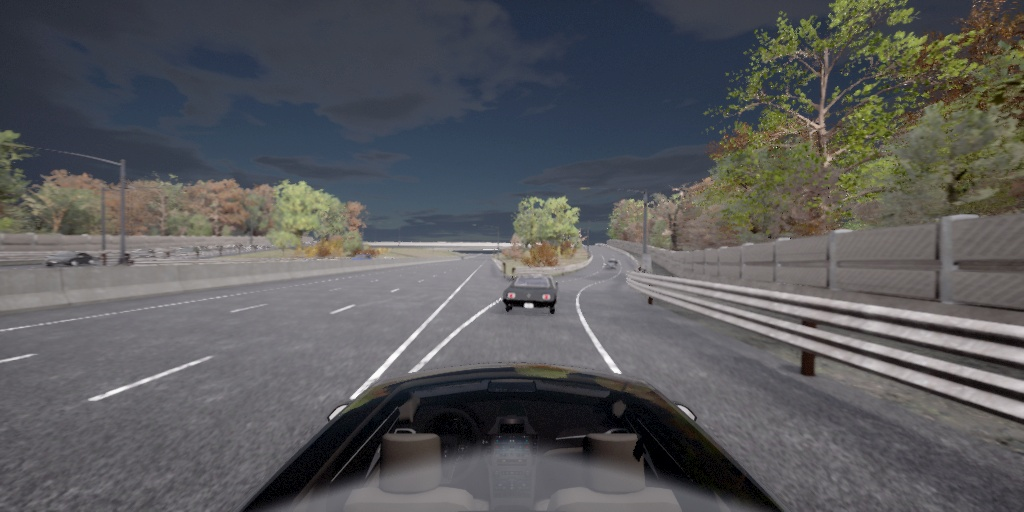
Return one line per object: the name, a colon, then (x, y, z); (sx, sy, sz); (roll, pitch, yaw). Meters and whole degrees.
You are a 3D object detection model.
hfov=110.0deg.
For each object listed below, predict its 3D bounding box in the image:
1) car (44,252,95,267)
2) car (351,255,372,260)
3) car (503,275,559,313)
car: (-44.375, 0.307, 36.079); (1.837, 1.490, 4.892); (0, 1, -27)
car: (-24.775, 0.801, 59.183); (2.150, 2.045, 5.566); (0, 0, -3)
car: (0.922, 1.414, 14.508); (1.895, 1.301, 4.718); (1, 0, 9)
